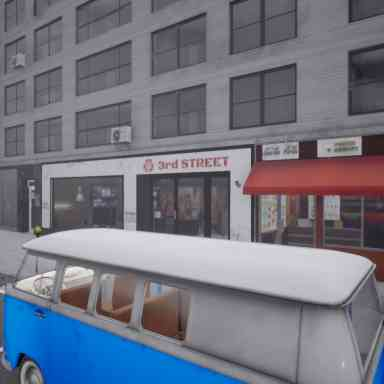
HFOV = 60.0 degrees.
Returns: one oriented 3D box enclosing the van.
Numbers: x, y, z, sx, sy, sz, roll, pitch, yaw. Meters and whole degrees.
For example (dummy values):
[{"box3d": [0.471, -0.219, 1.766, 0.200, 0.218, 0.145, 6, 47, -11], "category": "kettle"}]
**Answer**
[{"box3d": [-0.270, 1.341, 3.269, 3.998, 1.788, 1.690, 0, 0, 35], "category": "van"}]
